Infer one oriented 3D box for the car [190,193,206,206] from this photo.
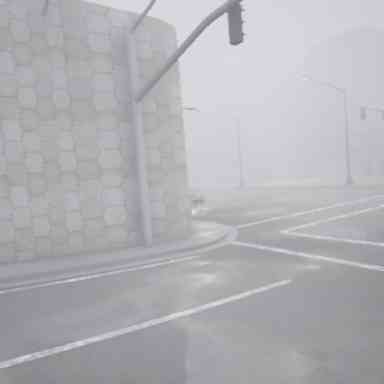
[{"bbox_3d":[-1.079,0.567,28.372,2.033,1.411,5.357,-7,4,-35],"label":"car"}]
